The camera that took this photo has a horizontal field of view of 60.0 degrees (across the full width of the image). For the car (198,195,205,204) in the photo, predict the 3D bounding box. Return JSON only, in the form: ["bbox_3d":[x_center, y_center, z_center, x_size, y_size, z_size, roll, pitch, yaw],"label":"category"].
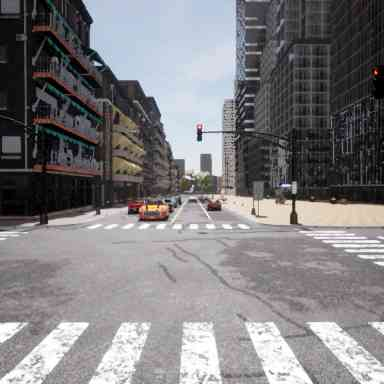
[{"bbox_3d":[2.689,1.551,63.704,2.008,1.369,4.403,-1,0,0],"label":"car"}]

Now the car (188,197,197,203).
[{"bbox_3d":[0.154,1.602,69.740,1.895,1.301,4.718,0,0,0],"label":"car"}]

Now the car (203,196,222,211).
[{"bbox_3d":[2.673,1.540,41.108,1.887,1.381,4.507,-1,0,0],"label":"car"}]

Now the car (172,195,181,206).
[{"bbox_3d":[-3.060,1.544,47.987,2.033,1.411,5.357,0,0,0],"label":"car"}]

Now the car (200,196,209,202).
[{"bbox_3d":[2.696,1.548,75.002,1.887,1.381,4.507,-1,0,0],"label":"car"}]

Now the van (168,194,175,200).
[{"bbox_3d":[-5.643,1.350,91.896,1.690,1.788,3.998,-1,0,0],"label":"van"}]

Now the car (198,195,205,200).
[{"bbox_3d":[2.707,1.535,92.119,1.752,1.417,4.829,-1,0,0],"label":"car"}]

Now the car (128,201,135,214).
[{"bbox_3d":[-5.677,1.540,35.407,1.887,1.381,4.507,-1,0,0],"label":"car"}]

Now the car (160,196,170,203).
[{"bbox_3d":[-5.655,1.584,69.301,1.802,1.307,4.206,-1,0,0],"label":"car"}]

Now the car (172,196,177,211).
[{"bbox_3d":[-3.071,1.501,37.659,1.837,1.490,4.892,0,0,0],"label":"car"}]

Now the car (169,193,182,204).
[{"bbox_3d":[-3.001,1.221,58.918,2.150,2.045,5.566,0,0,1],"label":"car"}]

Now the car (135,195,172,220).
[{"bbox_3d":[-3.080,1.348,27.662,2.097,1.767,4.553,0,0,0],"label":"car"}]

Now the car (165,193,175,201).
[{"bbox_3d":[-5.647,1.322,86.248,2.192,1.841,5.009,-1,0,0],"label":"car"}]
